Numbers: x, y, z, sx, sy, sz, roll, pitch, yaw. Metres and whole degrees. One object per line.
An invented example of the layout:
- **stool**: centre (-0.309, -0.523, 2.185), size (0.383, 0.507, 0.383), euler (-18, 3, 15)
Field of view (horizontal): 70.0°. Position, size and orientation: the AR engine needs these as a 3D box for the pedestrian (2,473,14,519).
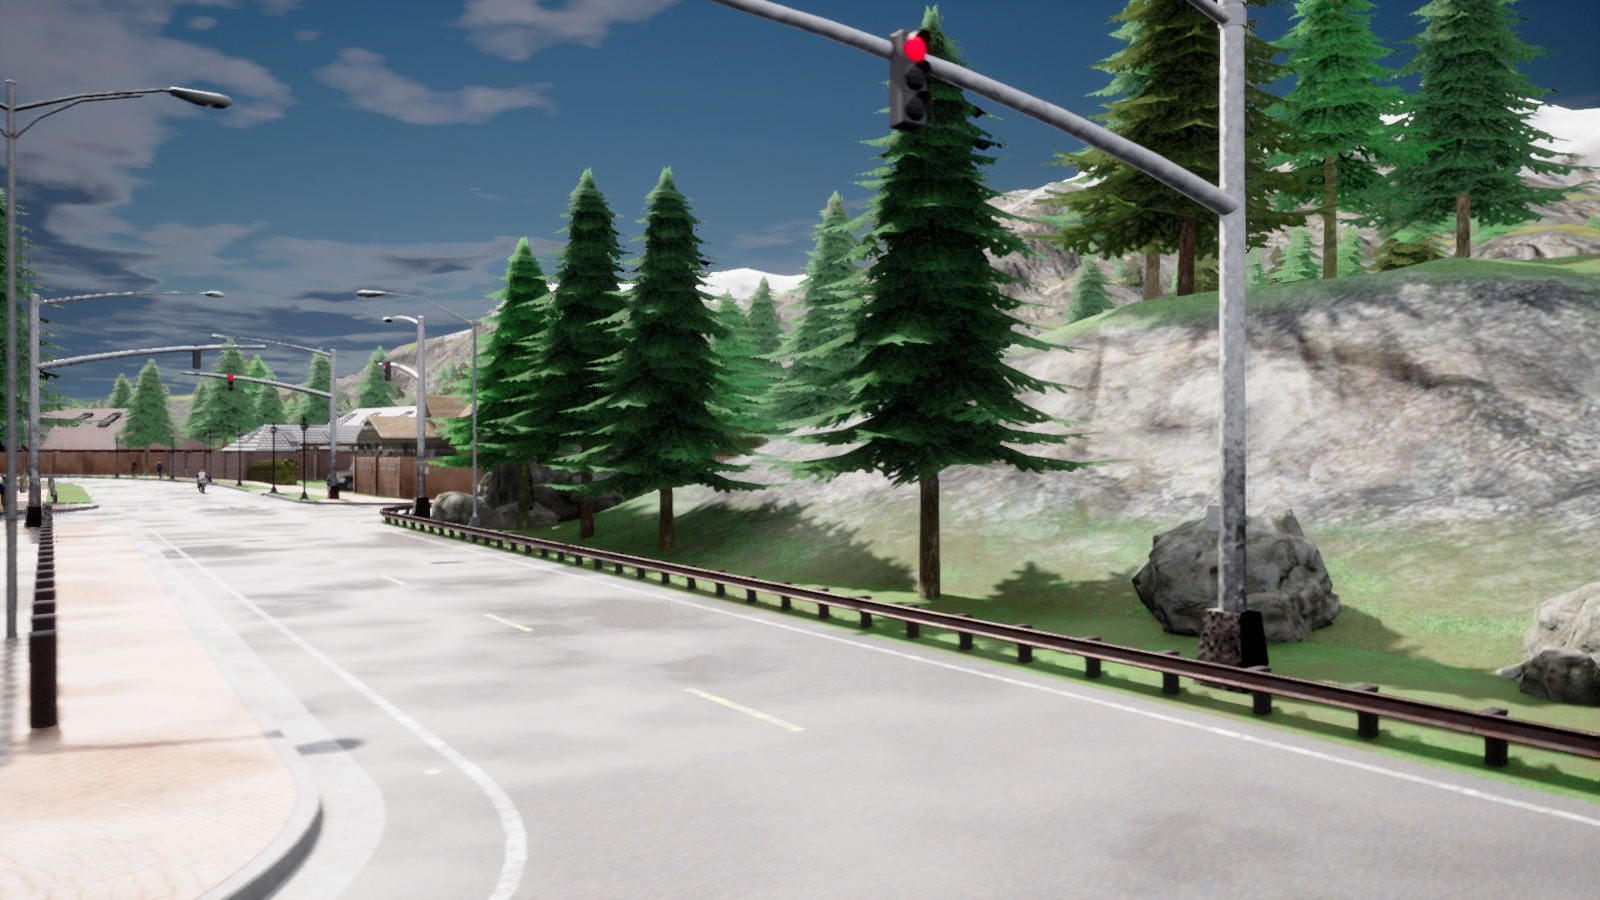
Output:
- **pedestrian**: centre (-31.976, 1.847, 46.111), size (0.375, 1.860, 0.375), euler (0, 0, -33)
